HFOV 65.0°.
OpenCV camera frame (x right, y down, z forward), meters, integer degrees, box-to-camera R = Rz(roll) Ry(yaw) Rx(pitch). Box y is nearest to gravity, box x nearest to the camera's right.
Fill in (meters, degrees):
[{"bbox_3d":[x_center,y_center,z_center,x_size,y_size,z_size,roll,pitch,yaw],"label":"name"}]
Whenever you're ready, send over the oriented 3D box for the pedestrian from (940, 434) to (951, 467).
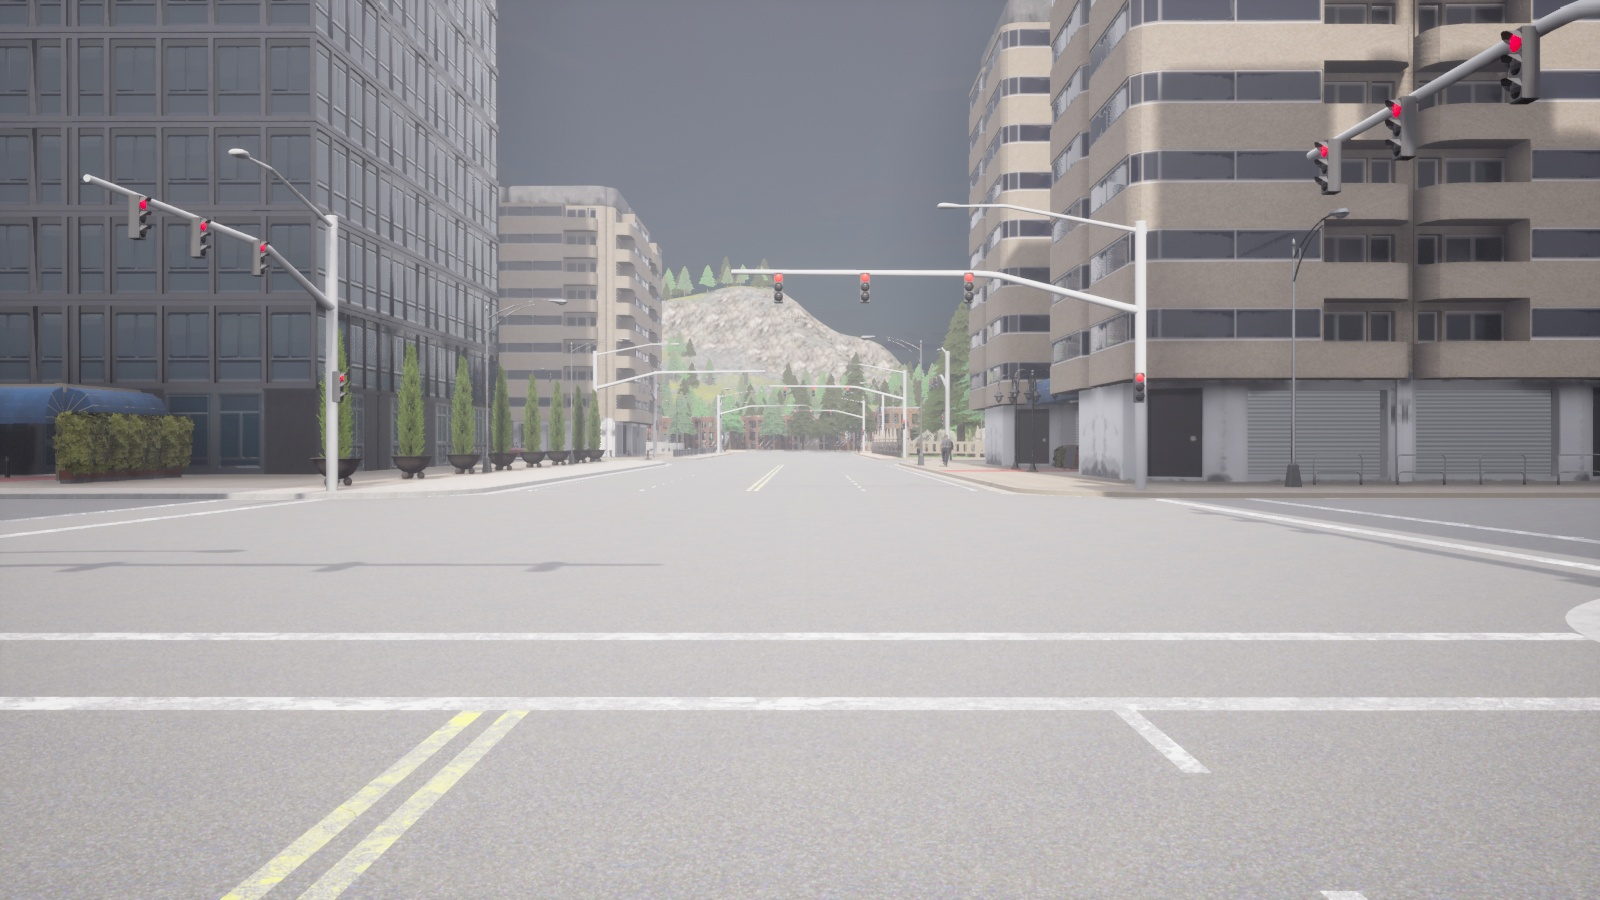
[{"bbox_3d":[8.121,0.014,70.090,0.540,1.848,0.694,0,0,1],"label":"pedestrian"}]
